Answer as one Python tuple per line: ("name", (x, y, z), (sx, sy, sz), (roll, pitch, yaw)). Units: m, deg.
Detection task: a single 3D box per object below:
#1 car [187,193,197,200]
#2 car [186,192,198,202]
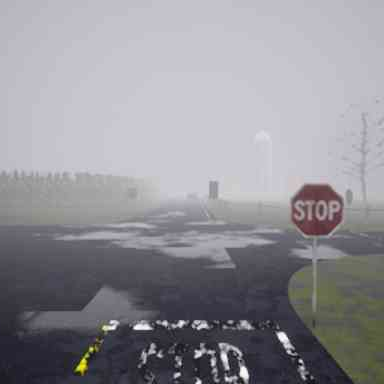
("car", (-0.008, 0.929, 72.070), (1.895, 1.301, 4.718), (0, 0, 0))
("car", (0.050, 0.835, 62.014), (2.097, 1.767, 4.553), (0, 1, 0))
